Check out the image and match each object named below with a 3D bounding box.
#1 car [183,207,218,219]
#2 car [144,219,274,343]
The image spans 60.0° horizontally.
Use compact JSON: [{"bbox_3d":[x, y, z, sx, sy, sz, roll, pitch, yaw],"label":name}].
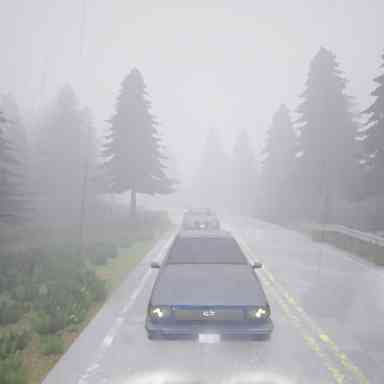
[{"bbox_3d":[0.462,1.584,19.165,1.994,1.385,4.181,0,0,-2],"label":"car"},{"bbox_3d":[0.277,1.557,7.080,2.033,1.411,5.357,0,0,1],"label":"car"}]
